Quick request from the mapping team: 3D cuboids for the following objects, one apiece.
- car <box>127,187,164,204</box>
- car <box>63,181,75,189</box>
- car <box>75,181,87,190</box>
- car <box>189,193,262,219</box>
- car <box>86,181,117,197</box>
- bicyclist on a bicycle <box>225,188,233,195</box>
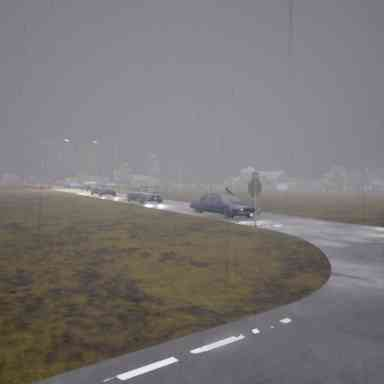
[{"bbox_3d":[-4.223,0.274,29.809,1.994,1.385,4.181,1,2,-35],"label":"car"},{"bbox_3d":[-21.947,-1.352,60.432,2.033,1.411,5.357,1,2,-35],"label":"car"},{"bbox_3d":[-16.001,-0.940,51.891,2.128,1.511,4.902,1,2,-35],"label":"car"},{"bbox_3d":[1.906,0.786,21.009,2.033,1.411,5.357,1,2,-35],"label":"car"},{"bbox_3d":[-10.325,-0.304,38.601,1.837,1.490,4.892,1,2,-35],"label":"car"},{"bbox_3d":[3.199,0.451,29.622,1.656,1.620,0.582,0,2,-35],"label":"bicyclist on a bicycle"}]
